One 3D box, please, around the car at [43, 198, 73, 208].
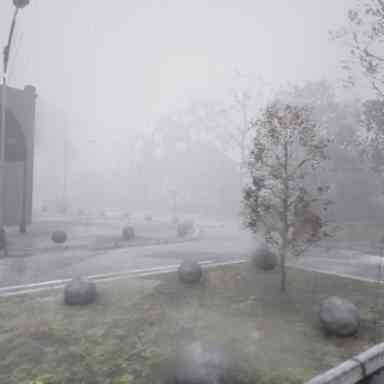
[{"bbox_3d":[-18.856,1.513,46.596,4.718,1.301,1.895,2,-1,35],"label":"car"}]
